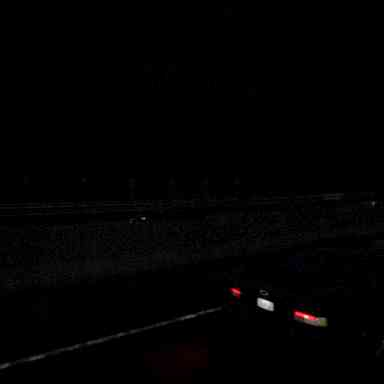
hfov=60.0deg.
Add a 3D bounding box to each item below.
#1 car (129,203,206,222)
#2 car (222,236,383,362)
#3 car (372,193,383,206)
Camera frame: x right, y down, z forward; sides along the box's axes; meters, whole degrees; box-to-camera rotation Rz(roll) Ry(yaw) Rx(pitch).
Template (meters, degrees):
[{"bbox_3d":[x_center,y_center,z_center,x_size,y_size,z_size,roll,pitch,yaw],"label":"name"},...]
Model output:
[{"bbox_3d":[-1.405,1.440,20.107,4.902,1.511,2.128,-1,0,-35],"label":"car"},{"bbox_3d":[3.027,1.530,5.877,5.357,1.411,2.033,0,0,-35],"label":"car"},{"bbox_3d":[17.635,1.100,28.931,5.008,1.535,1.882,-2,1,-34],"label":"car"}]
